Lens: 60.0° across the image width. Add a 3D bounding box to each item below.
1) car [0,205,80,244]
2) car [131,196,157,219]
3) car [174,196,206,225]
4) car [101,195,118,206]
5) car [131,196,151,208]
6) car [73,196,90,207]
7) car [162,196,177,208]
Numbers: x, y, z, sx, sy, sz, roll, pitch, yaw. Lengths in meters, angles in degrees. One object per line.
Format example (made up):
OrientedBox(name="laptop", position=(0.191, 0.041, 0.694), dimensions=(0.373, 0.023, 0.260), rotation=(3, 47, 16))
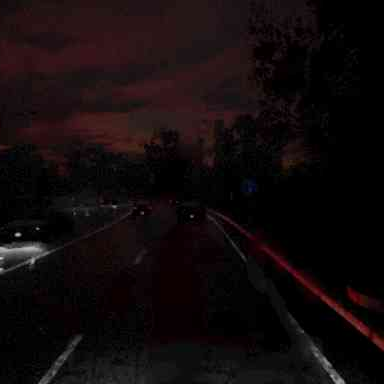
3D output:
OrientedBox(name="car", position=(-7.028, 1.511, 15.408), dimensions=(1.994, 1.385, 4.181), rotation=(0, 0, 0))
OrientedBox(name="car", position=(-3.842, 1.330, 26.964), dimensions=(1.812, 1.442, 4.674), rotation=(0, 1, -4))
OrientedBox(name="car", position=(-0.100, 1.339, 23.204), dimensions=(1.882, 1.535, 5.008), rotation=(0, 1, -2))
OrientedBox(name="car", position=(-11.345, 1.055, 45.216), dimensions=(2.033, 1.411, 5.357), rotation=(0, 1, -20))
OrientedBox(name="car", position=(-6.562, 1.183, 42.158), dimensions=(1.895, 1.301, 4.718), rotation=(0, 1, -16))
OrientedBox(name="car", position=(-13.688, 1.151, 41.206), dimensions=(1.895, 1.301, 4.718), rotation=(0, 1, -18))
OrientedBox(name="car", position=(-2.383, 1.174, 40.403), dimensions=(2.033, 1.411, 5.357), rotation=(0, 1, -14))
